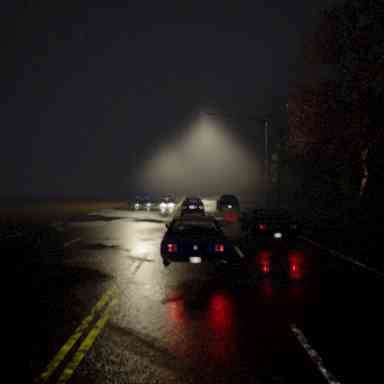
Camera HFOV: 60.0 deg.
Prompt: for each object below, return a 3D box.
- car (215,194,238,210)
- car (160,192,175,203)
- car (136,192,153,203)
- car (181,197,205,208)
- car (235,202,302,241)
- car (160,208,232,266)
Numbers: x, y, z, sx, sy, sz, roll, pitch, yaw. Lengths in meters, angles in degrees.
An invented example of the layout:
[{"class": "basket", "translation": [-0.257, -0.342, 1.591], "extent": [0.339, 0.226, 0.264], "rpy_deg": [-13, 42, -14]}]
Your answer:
[{"class": "car", "translation": [3.331, 0.981, 31.848], "extent": [1.837, 1.490, 4.892], "rpy_deg": [-1, 1, 0]}, {"class": "car", "translation": [-3.344, 0.726, 46.515], "extent": [2.128, 1.511, 4.902], "rpy_deg": [0, 1, 0]}, {"class": "car", "translation": [-6.594, 0.717, 46.184], "extent": [1.882, 1.535, 5.008], "rpy_deg": [0, 1, 0]}, {"class": "car", "translation": [0.064, 1.113, 26.869], "extent": [2.033, 1.411, 5.357], "rpy_deg": [0, 1, 0]}, {"class": "car", "translation": [3.334, 1.349, 15.117], "extent": [1.895, 1.301, 4.718], "rpy_deg": [-1, 1, 0]}, {"class": "car", "translation": [0.060, 1.427, 10.789], "extent": [1.895, 1.301, 4.718], "rpy_deg": [0, 1, -1]}]
